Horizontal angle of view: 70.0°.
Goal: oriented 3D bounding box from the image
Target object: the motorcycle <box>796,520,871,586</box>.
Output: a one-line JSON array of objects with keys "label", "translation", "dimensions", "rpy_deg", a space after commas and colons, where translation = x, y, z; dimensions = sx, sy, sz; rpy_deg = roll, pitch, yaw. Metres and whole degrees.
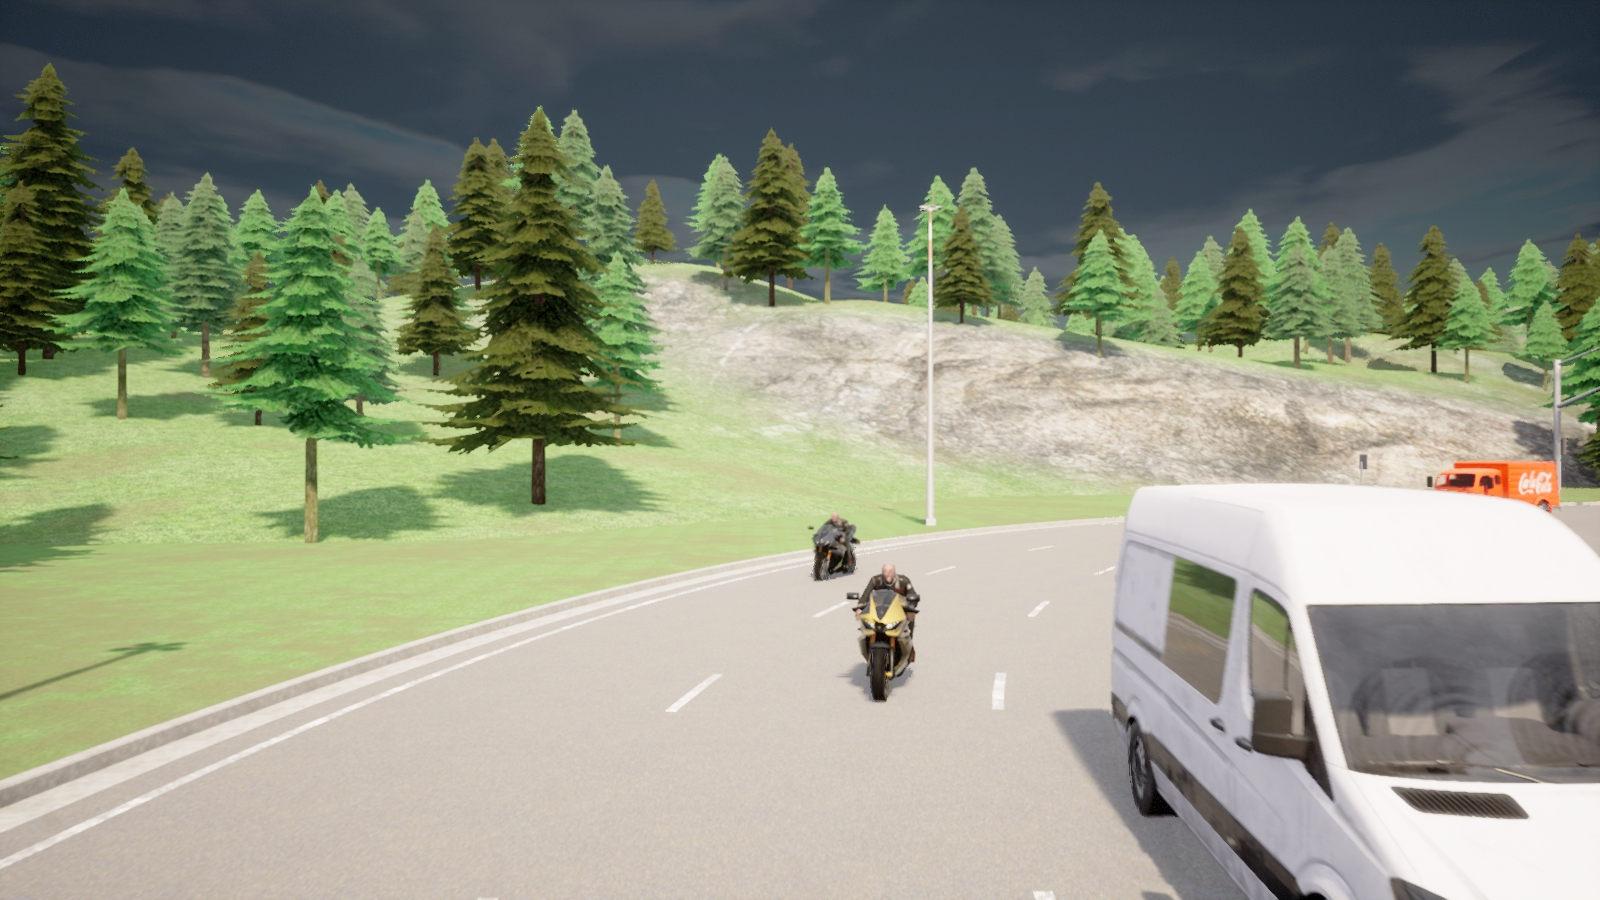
[{"label": "motorcycle", "translation": [0.775, 2.262, 25.434], "dimensions": [0.867, 1.251, 2.209], "rpy_deg": [2, 1, 24]}]

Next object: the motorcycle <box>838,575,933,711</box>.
[{"label": "motorcycle", "translation": [1.062, 2.238, 13.663], "dimensions": [0.867, 1.251, 2.209], "rpy_deg": [0, 0, 11]}]

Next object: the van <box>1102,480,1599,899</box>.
[{"label": "van", "translation": [3.521, 1.553, 7.112], "dimensions": [1.988, 2.561, 5.915], "rpy_deg": [-1, 0, 3]}]

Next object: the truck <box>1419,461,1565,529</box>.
[{"label": "truck", "translation": [26.748, 1.665, 44.143], "dimensions": [5.204, 2.467, 2.627], "rpy_deg": [0, 0, -30]}]
